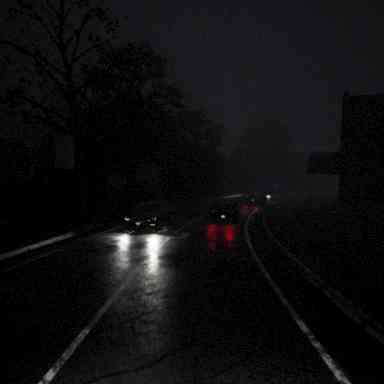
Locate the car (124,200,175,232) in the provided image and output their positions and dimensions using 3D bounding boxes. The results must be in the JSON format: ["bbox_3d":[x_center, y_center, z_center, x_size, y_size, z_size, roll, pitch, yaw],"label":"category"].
[{"bbox_3d":[-2.229,1.234,18.450,1.837,1.490,4.892,1,1,9],"label":"car"}]

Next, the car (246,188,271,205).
[{"bbox_3d":[7.911,0.675,40.491,1.812,1.442,4.674,3,3,23],"label":"car"}]

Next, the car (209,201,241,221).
[{"bbox_3d":[2.495,1.262,23.819,1.895,1.301,4.718,1,2,12],"label":"car"}]

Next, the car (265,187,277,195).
[{"bbox_3d":[13.243,-0.153,57.777,1.994,1.385,4.181,4,5,34],"label":"car"}]
